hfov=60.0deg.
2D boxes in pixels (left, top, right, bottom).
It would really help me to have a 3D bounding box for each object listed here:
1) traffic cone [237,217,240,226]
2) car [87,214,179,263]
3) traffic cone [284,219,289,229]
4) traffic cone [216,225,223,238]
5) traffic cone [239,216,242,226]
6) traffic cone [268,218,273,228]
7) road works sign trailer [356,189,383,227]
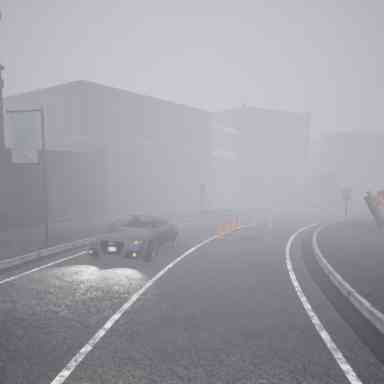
[{"bbox_3d":[2.539,1.909,20.015,0.340,0.580,0.340,2,1,17],"label":"traffic cone"},{"bbox_3d":[-1.880,1.493,11.771,1.994,1.385,4.181,1,0,14],"label":"car"},{"bbox_3d":[5.984,2.014,21.035,0.340,0.580,0.340,2,1,17],"label":"traffic cone"},{"bbox_3d":[1.352,1.914,16.195,0.340,0.580,0.340,2,1,17],"label":"traffic cone"},{"bbox_3d":[3.133,1.905,21.924,0.340,0.580,0.340,2,1,17],"label":"traffic cone"},{"bbox_3d":[5.033,1.978,21.330,0.340,0.580,0.340,2,1,17],"label":"traffic cone"},{"bbox_3d":[11.350,1.181,20.515,2.880,2.380,3.560,-29,-18,31],"label":"road works sign trailer"}]
